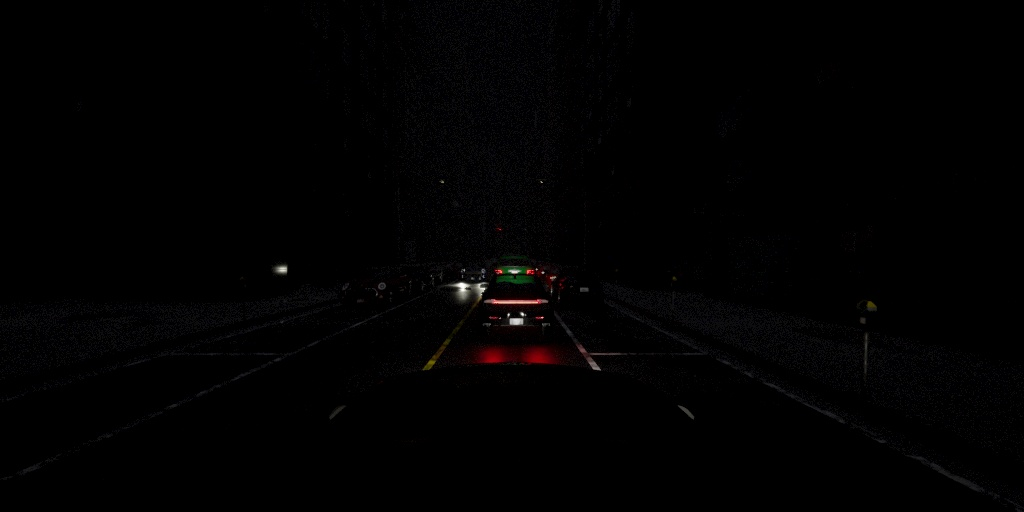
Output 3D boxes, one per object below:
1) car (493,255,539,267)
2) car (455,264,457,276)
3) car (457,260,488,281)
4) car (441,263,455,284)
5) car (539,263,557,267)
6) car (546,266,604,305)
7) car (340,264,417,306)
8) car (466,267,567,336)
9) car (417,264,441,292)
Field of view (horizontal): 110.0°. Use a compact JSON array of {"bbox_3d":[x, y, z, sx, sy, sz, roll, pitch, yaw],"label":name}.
[{"bbox_3d":[0.086,0.970,20.307,2.150,2.045,5.566,0,0,-1],"label":"car"},{"bbox_3d":[-5.789,1.294,32.166,1.888,1.381,4.507,0,0,0],"label":"car"},{"bbox_3d":[-3.023,1.154,29.821,2.097,1.767,4.553,0,0,0],"label":"car"},{"bbox_3d":[-5.784,1.299,26.660,2.007,1.370,4.403,0,0,0],"label":"car"},{"bbox_3d":[2.746,1.293,21.161,1.888,1.381,4.507,0,0,0],"label":"car"},{"bbox_3d":[2.750,1.314,15.657,1.948,1.339,4.313,0,0,0],"label":"car"},{"bbox_3d":[-5.776,1.188,15.650,1.967,1.591,4.097,0,0,0],"label":"car"},{"bbox_3d":[0.093,1.240,10.387,2.128,1.511,4.902,0,0,0],"label":"car"},{"bbox_3d":[-5.780,1.314,21.155,1.948,1.339,4.313,0,0,0],"label":"car"}]
